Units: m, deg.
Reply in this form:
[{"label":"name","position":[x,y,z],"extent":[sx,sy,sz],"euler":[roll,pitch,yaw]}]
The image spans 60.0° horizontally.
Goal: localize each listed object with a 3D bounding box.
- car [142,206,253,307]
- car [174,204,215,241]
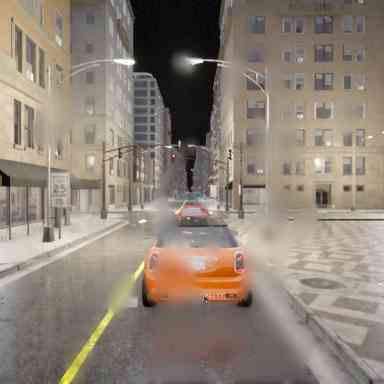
[{"label":"car","position":[0.095,1.352,8.133],"extent":[2.097,1.767,4.553],"euler":[0,0,0]},{"label":"car","position":[0.098,1.477,17.734],"extent":[1.882,1.535,5.008],"euler":[0,0,0]}]
